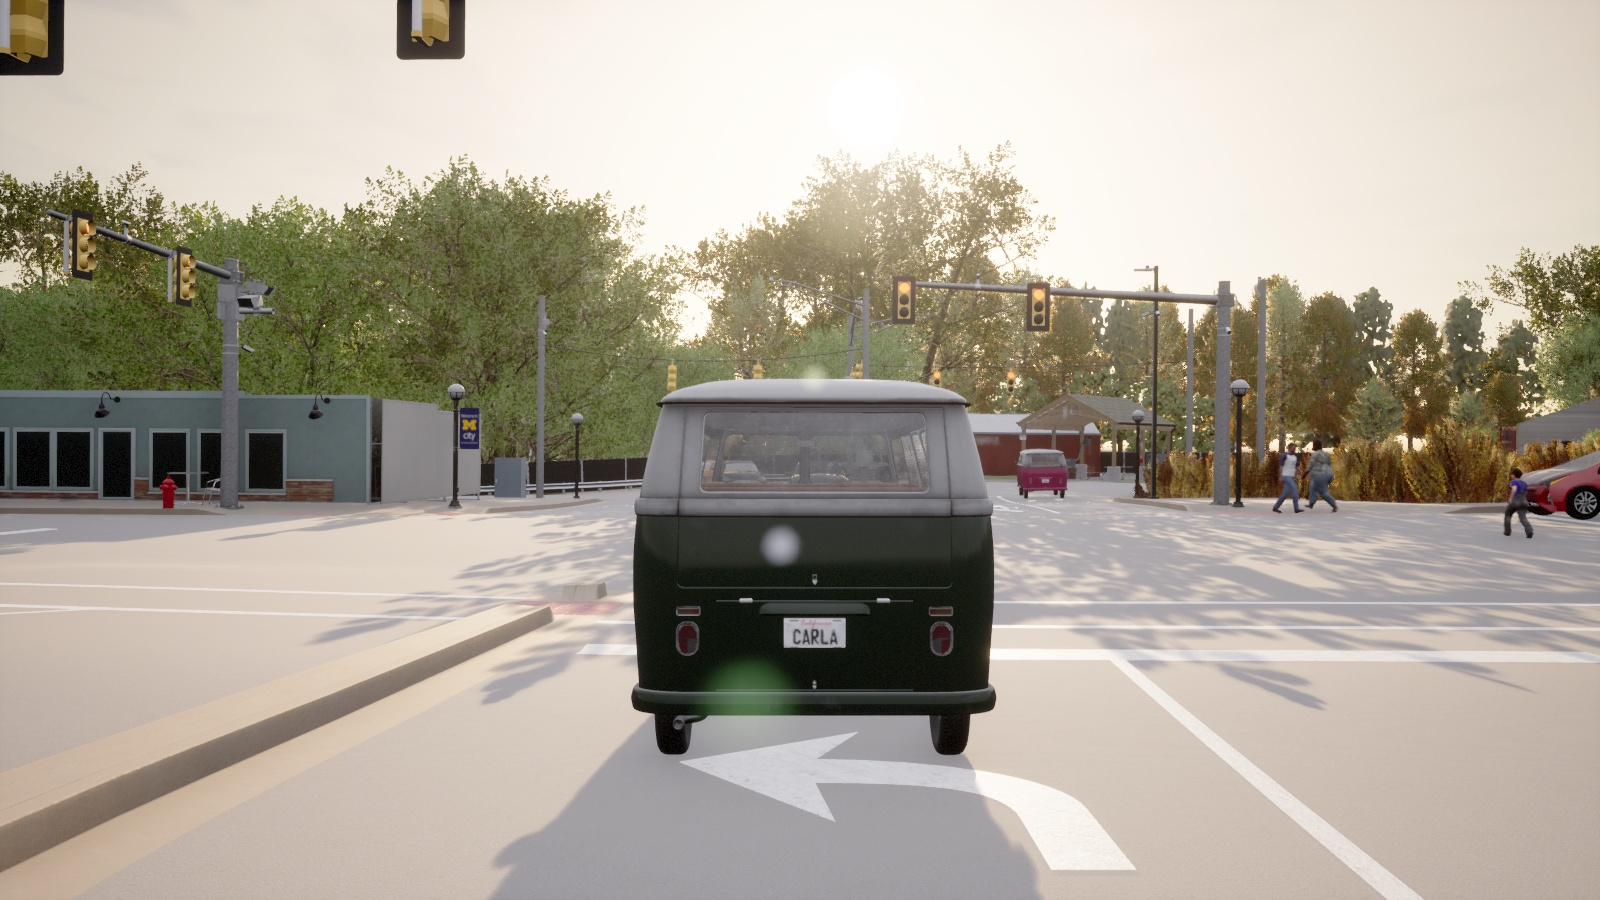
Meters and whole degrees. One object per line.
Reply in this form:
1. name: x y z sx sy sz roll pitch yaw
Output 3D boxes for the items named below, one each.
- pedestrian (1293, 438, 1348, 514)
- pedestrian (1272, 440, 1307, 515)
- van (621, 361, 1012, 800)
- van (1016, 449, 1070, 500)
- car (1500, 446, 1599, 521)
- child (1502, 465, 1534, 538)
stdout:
1. pedestrian: 12.974 0.637 31.329 0.874 1.855 0.900 1 0 -34
2. pedestrian: 12.221 0.672 31.377 0.354 1.836 0.706 1 0 -38
3. van: 0.062 0.631 7.930 1.775 1.987 4.442 0 -1 0
4. van: 10.010 0.969 52.072 1.775 1.987 4.442 -1 0 6
5. car: 17.983 0.673 27.175 4.514 1.525 2.007 -1 0 4
6. child: 12.698 0.911 22.223 0.270 1.263 0.437 1 0 -4
